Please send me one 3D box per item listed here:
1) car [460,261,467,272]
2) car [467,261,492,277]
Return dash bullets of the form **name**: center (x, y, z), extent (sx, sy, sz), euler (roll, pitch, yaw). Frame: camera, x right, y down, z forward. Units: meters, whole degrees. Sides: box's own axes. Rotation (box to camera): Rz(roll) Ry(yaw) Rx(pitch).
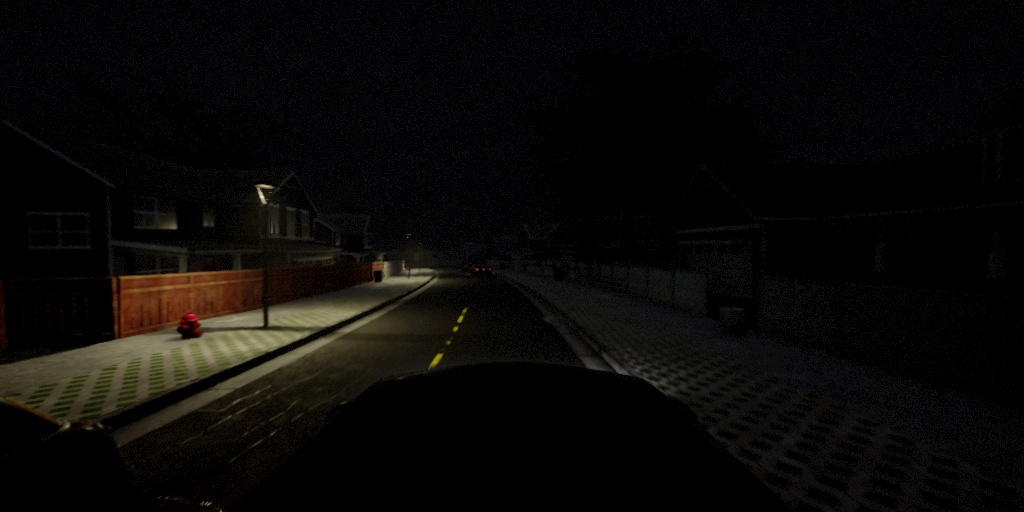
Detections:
- **car**: center (-5.967, 1.407, 49.781), extent (1.812, 1.442, 4.674), euler (-1, 0, -14)
- **car**: center (-3.163, 1.348, 36.602), extent (2.033, 1.411, 5.357), euler (0, 0, -11)
